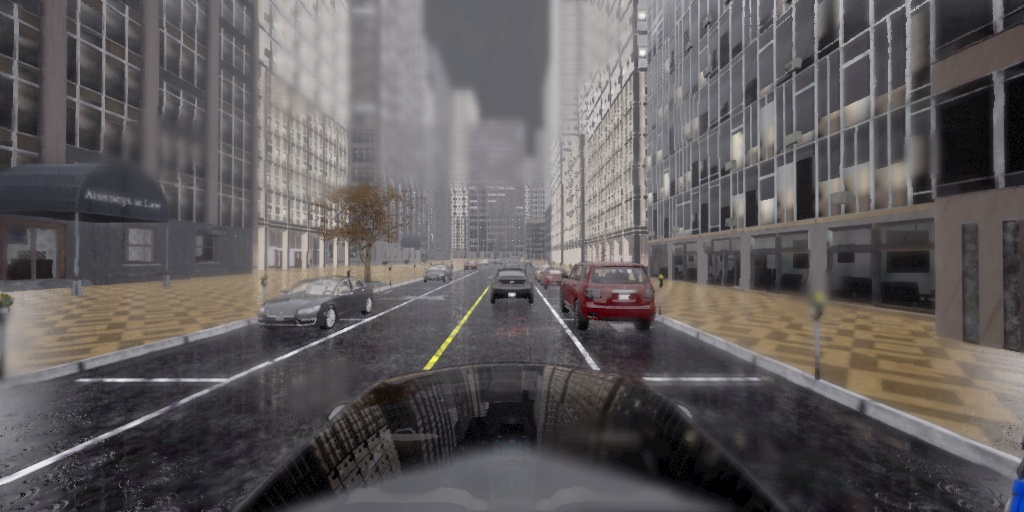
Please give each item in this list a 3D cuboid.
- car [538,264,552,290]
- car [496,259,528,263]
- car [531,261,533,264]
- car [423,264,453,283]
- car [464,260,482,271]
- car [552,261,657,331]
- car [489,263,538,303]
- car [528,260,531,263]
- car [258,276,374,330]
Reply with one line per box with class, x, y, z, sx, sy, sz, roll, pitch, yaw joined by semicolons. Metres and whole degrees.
car;2.692;1.334;22.285;1.802;1.307;4.207;0;0;0
car;0.001;1.248;31.500;2.128;1.511;4.902;0;0;0
car;2.692;1.278;28.097;1.751;1.417;4.829;0;0;0
car;-5.689;1.303;27.908;2.007;1.370;4.403;0;0;0
car;-5.689;1.295;50.479;1.888;1.381;4.507;0;0;0
car;2.693;1.065;11.003;2.192;1.841;5.009;0;0;0
car;0.001;1.269;16.500;1.837;1.490;4.892;0;0;0
car;2.692;1.298;61.776;2.007;1.370;4.403;0;0;0
car;-5.689;1.301;10.979;2.007;1.370;4.403;0;0;0
